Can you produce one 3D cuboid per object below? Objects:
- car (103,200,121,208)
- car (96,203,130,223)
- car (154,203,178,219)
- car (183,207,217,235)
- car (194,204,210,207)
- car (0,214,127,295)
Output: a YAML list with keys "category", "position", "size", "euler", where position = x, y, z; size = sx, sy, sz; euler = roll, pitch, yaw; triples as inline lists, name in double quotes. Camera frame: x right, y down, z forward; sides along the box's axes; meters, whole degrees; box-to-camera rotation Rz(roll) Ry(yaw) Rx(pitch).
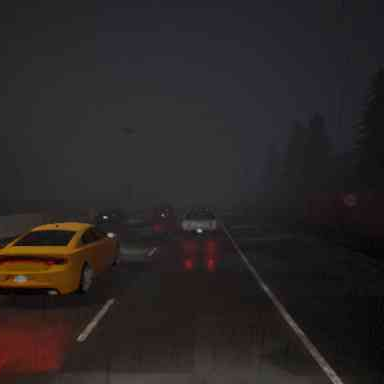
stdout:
- category: "car"
  position: [-15.581, 2.307, 65.301]
  size: [2.033, 1.411, 5.357]
  euler: [0, -1, 2]
- category: "car"
  position: [-6.300, 1.865, 26.400]
  size: [1.994, 1.385, 4.181]
  euler: [0, -1, 2]
- category: "car"
  position: [-2.578, 1.877, 32.910]
  size: [1.837, 1.490, 4.892]
  euler: [0, 0, 2]
- category: "car"
  position: [0.496, 1.828, 20.255]
  size: [1.895, 1.301, 4.718]
  euler: [0, -1, 2]
- category: "car"
  position: [1.133, 2.038, 39.065]
  size: [1.895, 1.301, 4.718]
  euler: [0, -1, 2]
- category: "car"
  position: [-3.317, 1.582, 9.026]
  size: [1.882, 1.535, 5.008]
  euler: [0, 0, 1]
